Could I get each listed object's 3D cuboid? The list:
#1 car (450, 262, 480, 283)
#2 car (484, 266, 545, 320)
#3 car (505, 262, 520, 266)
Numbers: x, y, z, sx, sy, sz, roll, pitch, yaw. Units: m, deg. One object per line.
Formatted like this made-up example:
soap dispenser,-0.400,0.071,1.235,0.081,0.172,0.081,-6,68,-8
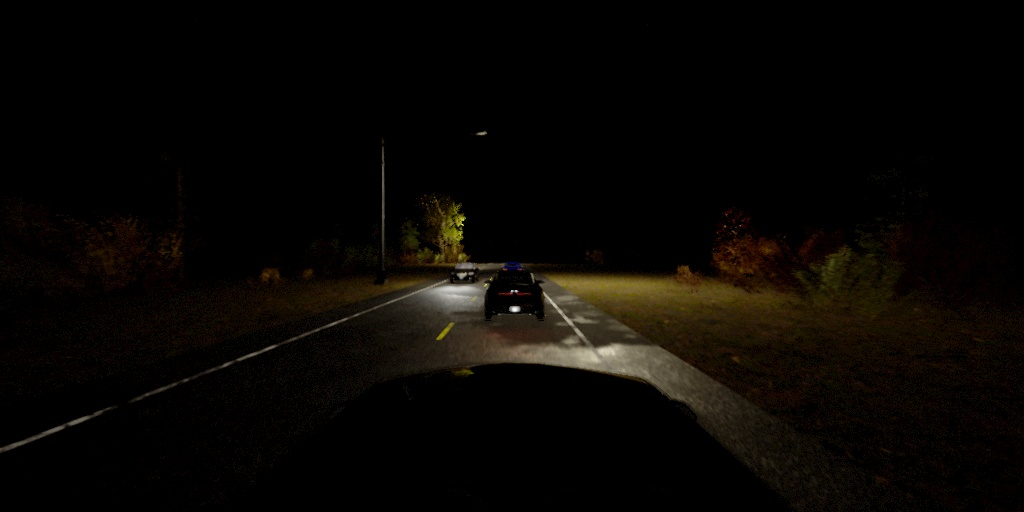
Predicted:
car,-3.547,1.245,27.547,2.128,1.511,4.902,0,0,0
car,0.081,1.255,12.578,1.837,1.490,4.892,0,0,0
car,0.046,1.276,32.398,1.812,1.442,4.674,0,0,0
